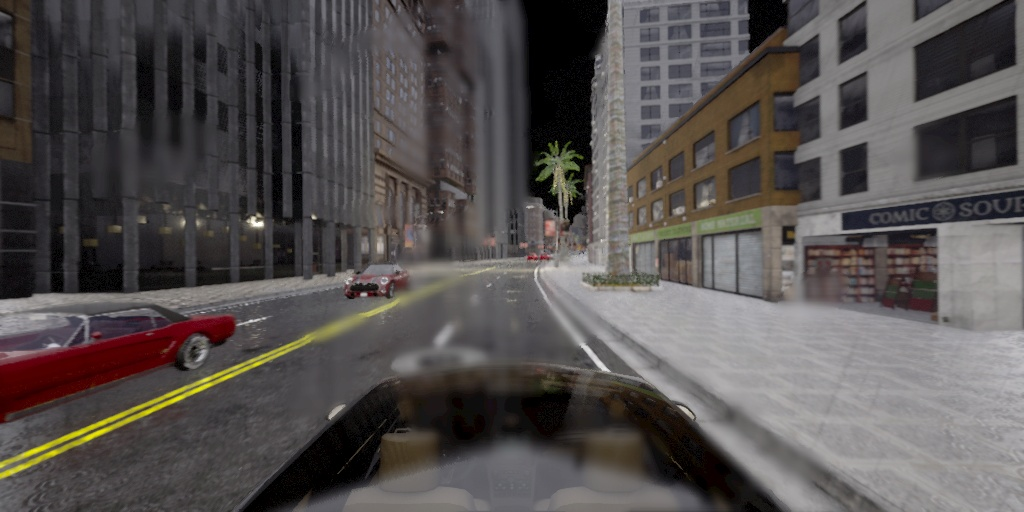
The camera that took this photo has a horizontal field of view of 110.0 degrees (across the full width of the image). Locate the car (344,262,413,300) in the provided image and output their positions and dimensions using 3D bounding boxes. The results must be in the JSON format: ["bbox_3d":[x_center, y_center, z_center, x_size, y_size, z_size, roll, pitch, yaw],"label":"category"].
[{"bbox_3d":[-6.552,1.117,18.045,2.097,1.767,4.553,-1,0,0],"label":"car"}]

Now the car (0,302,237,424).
[{"bbox_3d":[-6.582,1.415,5.121,1.895,1.301,4.718,-1,0,-1],"label":"car"}]
